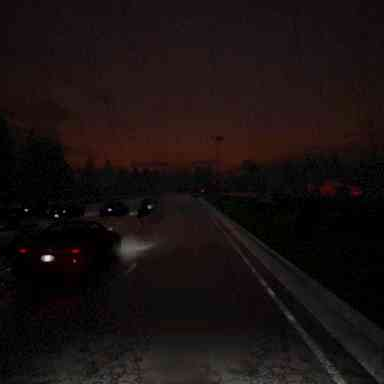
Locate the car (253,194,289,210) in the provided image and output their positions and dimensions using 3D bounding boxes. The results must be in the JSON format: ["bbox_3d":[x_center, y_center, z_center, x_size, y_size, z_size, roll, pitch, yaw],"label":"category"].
[{"bbox_3d":[8.926,1.110,37.205,3.866,1.878,1.905,0,0,0],"label":"car"}]

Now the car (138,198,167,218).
[{"bbox_3d":[-3.405,1.271,29.090,2.097,1.767,4.553,0,0,0],"label":"car"}]

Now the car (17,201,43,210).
[{"bbox_3d":[-13.903,1.481,29.917,1.994,1.385,4.181,0,0,0],"label":"car"}]

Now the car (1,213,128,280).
[{"bbox_3d":[-3.417,1.537,9.907,1.994,1.385,4.181,0,0,0],"label":"car"}]

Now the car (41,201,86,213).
[{"bbox_3d":[-10.405,1.523,27.759,1.895,1.301,4.718,0,0,0],"label":"car"}]

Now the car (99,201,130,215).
[{"bbox_3d":[-6.903,1.480,29.980,1.994,1.385,4.181,0,0,0],"label":"car"}]

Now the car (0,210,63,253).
[{"bbox_3d":[-6.907,1.565,12.651,1.895,1.301,4.718,0,0,0],"label":"car"}]
